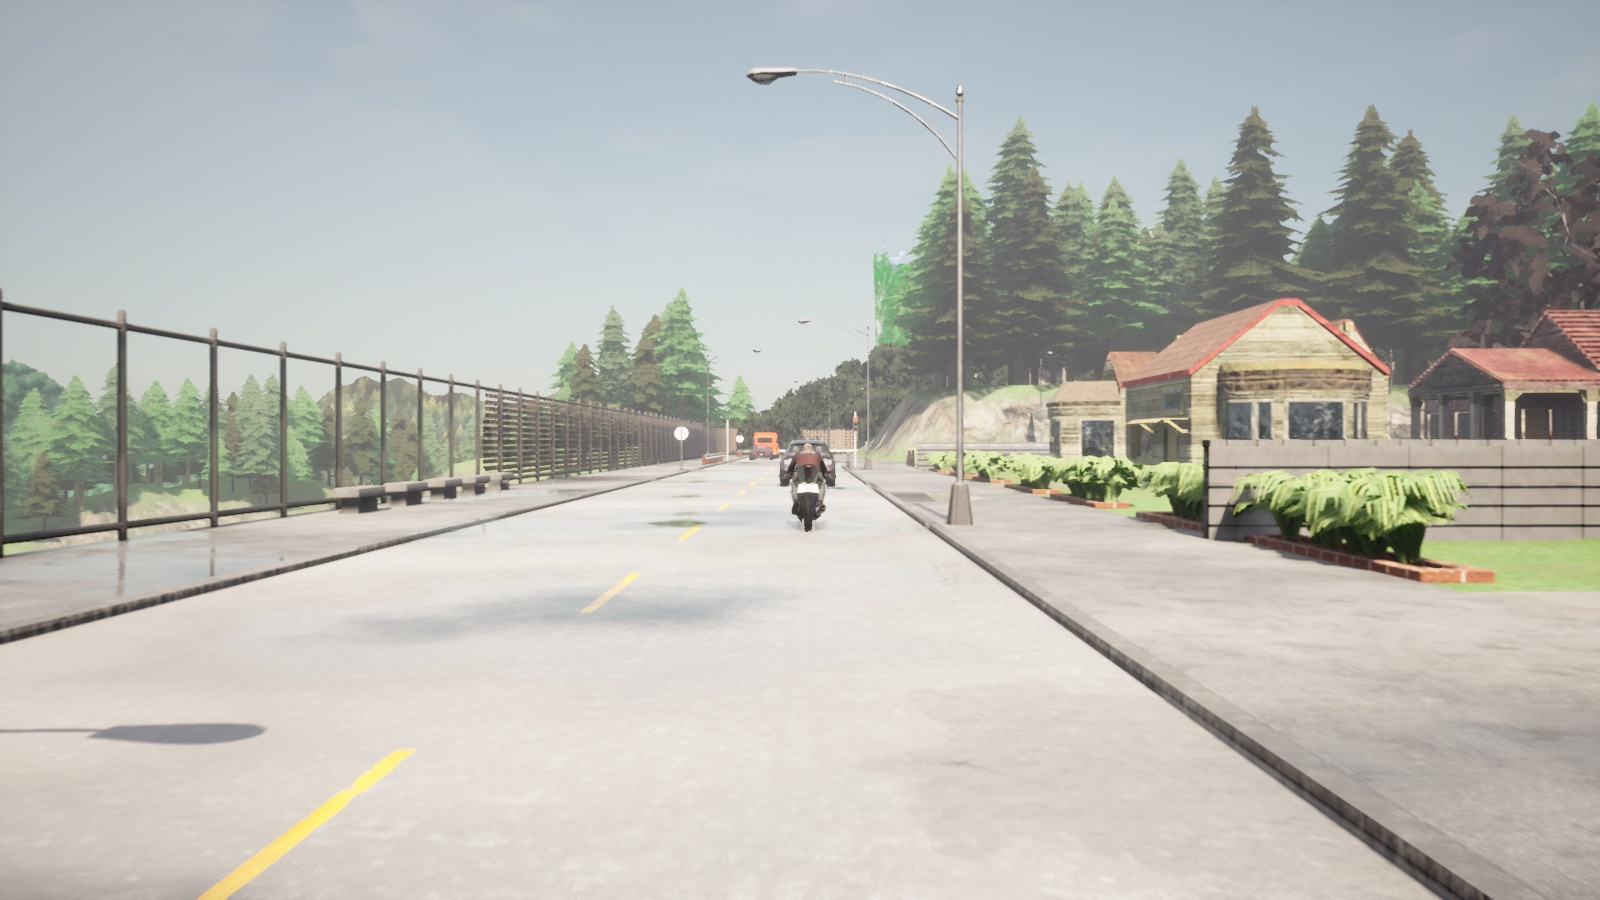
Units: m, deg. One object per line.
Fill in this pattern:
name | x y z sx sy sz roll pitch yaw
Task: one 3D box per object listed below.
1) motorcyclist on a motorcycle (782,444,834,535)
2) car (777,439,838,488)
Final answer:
motorcyclist on a motorcycle | 0.141 0.657 22.142 0.866 1.530 2.191 0 0 0
car | 0.267 0.429 43.952 2.033 1.649 4.856 0 0 0
